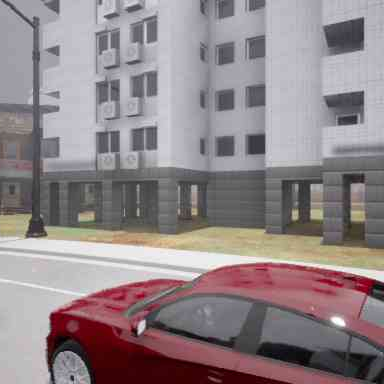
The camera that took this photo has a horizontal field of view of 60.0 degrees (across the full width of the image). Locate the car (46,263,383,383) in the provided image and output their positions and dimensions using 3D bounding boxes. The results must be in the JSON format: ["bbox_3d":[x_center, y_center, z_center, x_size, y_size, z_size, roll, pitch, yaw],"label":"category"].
[{"bbox_3d":[0.622,1.477,3.259,5.008,1.535,1.882,0,0,33],"label":"car"}]
